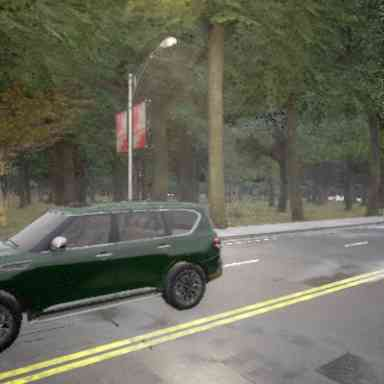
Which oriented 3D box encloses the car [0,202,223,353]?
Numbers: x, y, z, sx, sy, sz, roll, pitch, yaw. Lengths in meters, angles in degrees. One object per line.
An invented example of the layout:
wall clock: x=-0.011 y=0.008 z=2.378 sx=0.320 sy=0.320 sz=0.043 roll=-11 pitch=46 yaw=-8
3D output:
car: x=-1.934 y=1.230 z=6.298 sx=5.566 sy=2.045 sz=2.150 roll=0 pitch=0 yaw=-35

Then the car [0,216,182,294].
car: x=-3.085 y=1.560 z=9.468 sx=5.357 sy=1.411 sz=2.033 roll=0 pitch=0 yaw=-35
